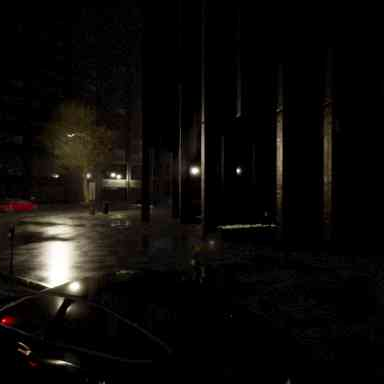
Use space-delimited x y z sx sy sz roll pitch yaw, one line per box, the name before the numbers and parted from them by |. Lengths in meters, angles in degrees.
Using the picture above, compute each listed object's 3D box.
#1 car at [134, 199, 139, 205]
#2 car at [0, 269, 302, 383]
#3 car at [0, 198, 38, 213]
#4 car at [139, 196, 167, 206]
car | -7.892 1.449 56.488 1.994 1.385 4.181 0 0 36
car | -1.013 1.566 3.674 4.313 1.339 1.947 0 0 35
car | -18.749 1.512 35.523 1.994 1.385 4.181 0 0 35
car | -5.920 1.428 53.656 1.812 1.442 4.674 0 0 36
